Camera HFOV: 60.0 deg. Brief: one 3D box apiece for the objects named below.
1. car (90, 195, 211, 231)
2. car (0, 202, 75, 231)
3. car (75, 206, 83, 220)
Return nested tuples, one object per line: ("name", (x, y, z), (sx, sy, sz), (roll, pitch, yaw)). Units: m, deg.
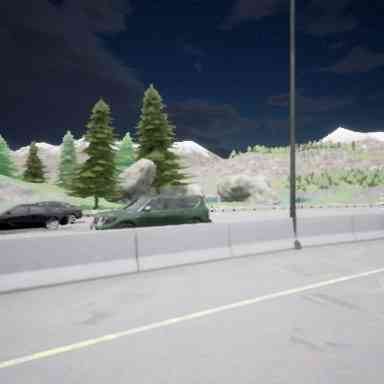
("car", (-1.730, 1.156, 15.274), (5.566, 2.045, 2.150), (0, 0, -32))
("car", (-9.500, 1.421, 18.529), (5.008, 1.535, 1.882), (0, 0, -33))
("car", (-9.902, 1.431, 22.444), (4.892, 1.490, 1.837), (0, 0, -33))
